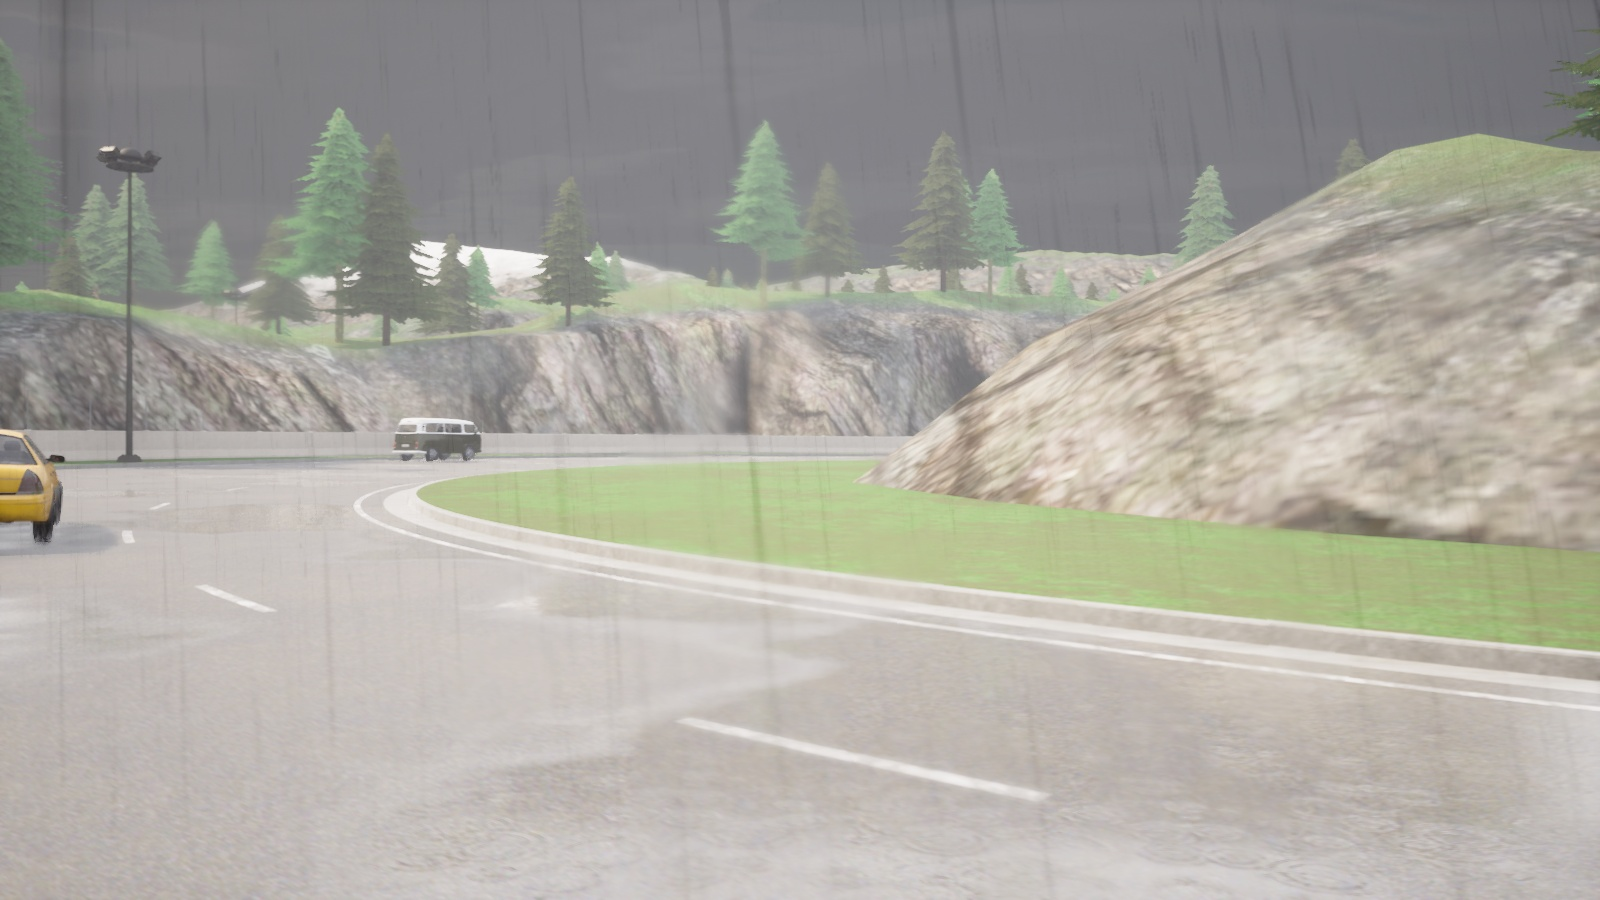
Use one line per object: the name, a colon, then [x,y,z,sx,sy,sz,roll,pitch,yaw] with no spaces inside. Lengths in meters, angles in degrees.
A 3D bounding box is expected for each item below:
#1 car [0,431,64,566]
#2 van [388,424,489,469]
car: [-10.959,0.547,16.778,1.801,1.575,5.366,-1,1,-29]
van: [-17.121,-0.172,59.640,2.069,2.038,4.480,-1,1,27]
